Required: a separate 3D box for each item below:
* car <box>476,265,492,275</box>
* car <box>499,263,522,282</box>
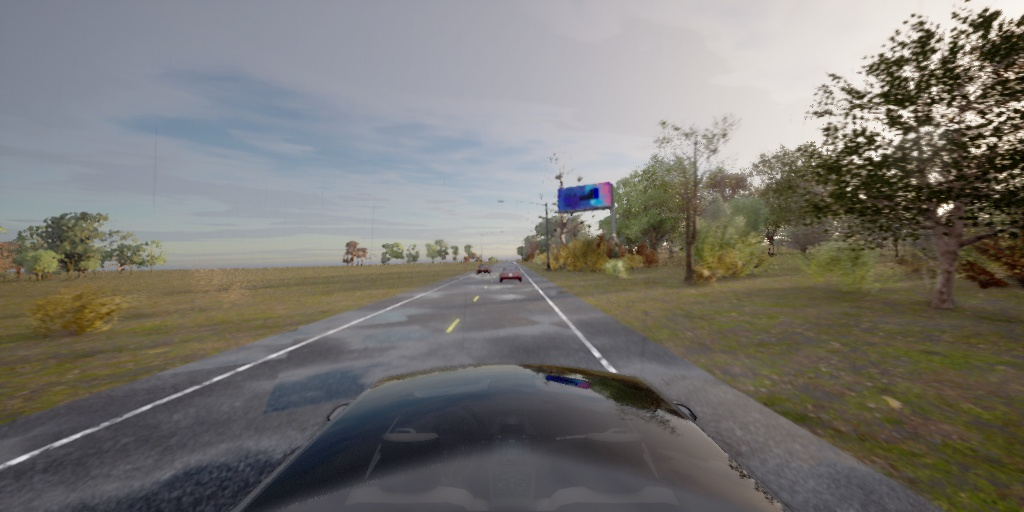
[{"bbox_3d":[-3.670,1.843,47.319,1.895,1.301,4.718,-2,0,0],"label":"car"},{"bbox_3d":[-0.105,1.531,31.877,1.994,1.385,4.181,-2,0,0],"label":"car"}]
